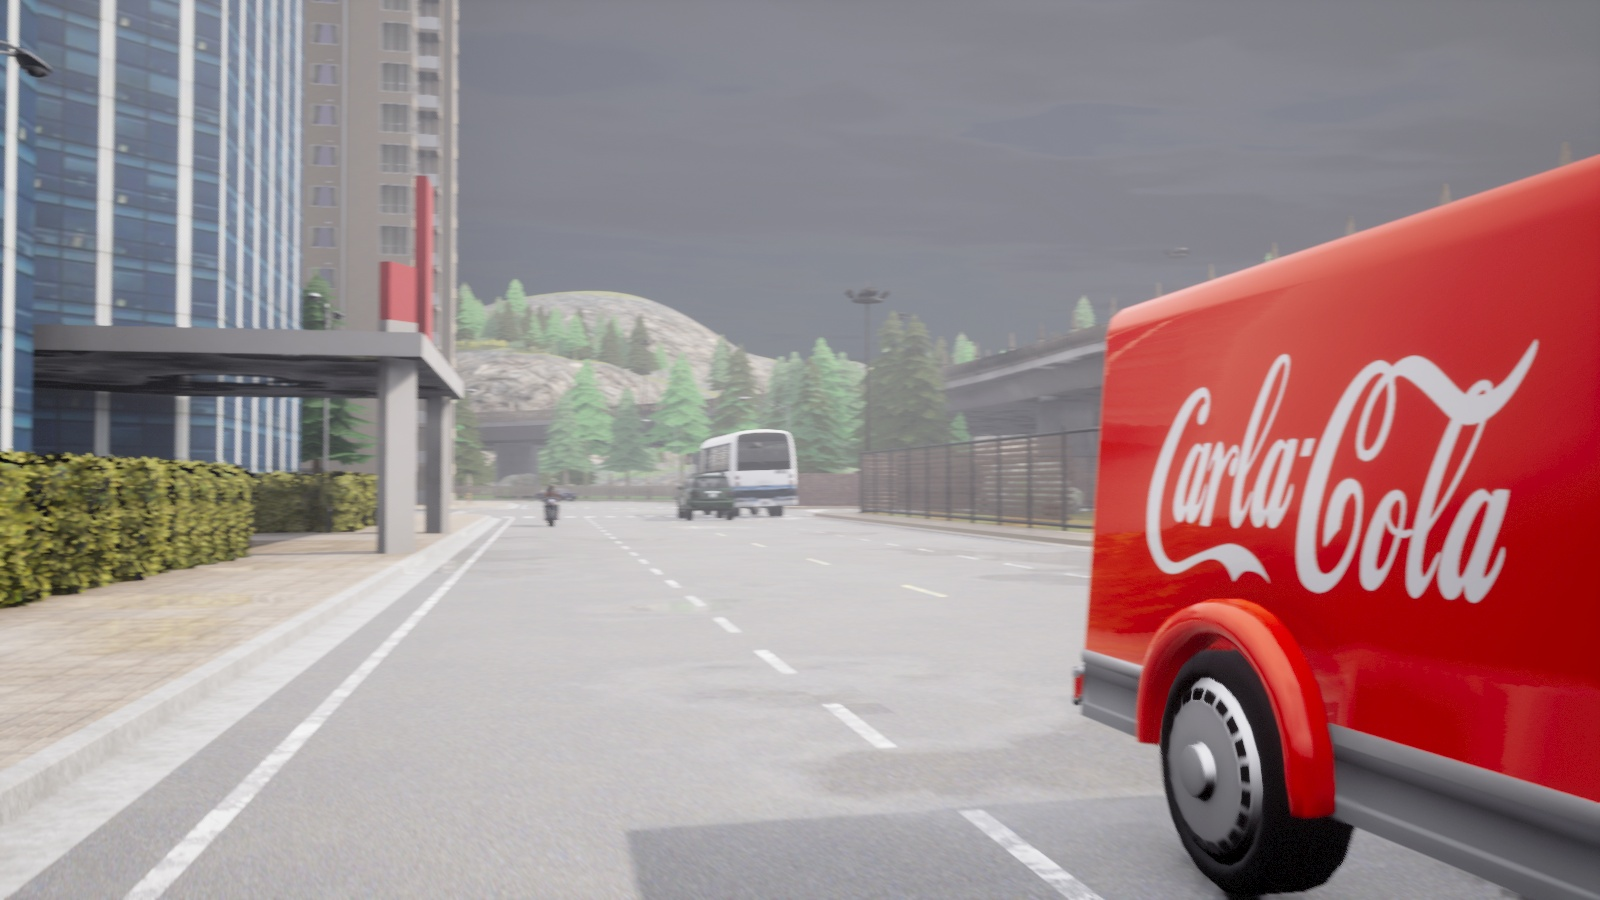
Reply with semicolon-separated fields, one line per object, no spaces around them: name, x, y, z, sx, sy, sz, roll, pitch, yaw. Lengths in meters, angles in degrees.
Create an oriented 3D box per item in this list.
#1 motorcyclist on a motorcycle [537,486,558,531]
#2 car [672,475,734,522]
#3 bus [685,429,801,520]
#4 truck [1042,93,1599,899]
motorcyclist on a motorcycle;-9.709;2.226;48.320;0.766;1.649;2.350;0;-1;-12
car;-4.541;2.216;57.908;2.150;2.045;5.566;0;-2;-12
bus;-3.192;1.358;65.986;3.944;4.253;10.273;-2;-2;-14
truck;3.028;0.406;3.944;2.627;2.467;5.204;0;-1;-12
